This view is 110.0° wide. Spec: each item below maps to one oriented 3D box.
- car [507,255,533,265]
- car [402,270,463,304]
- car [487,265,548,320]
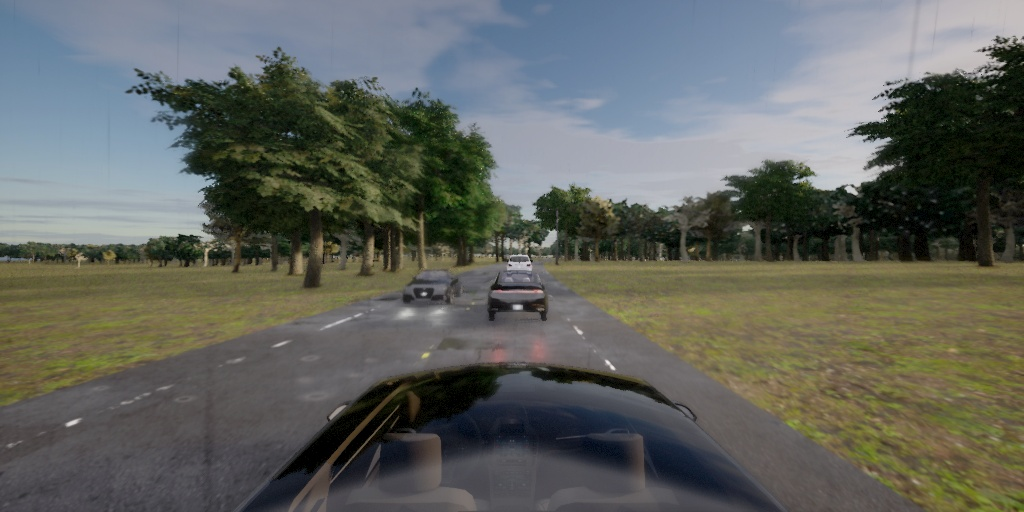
[{"bbox_3d":[0.709,0.939,32.645,2.150,2.045,5.566,0,0,2],"label":"car"},{"bbox_3d":[-3.445,1.307,16.137,1.994,1.385,4.181,0,0,1],"label":"car"},{"bbox_3d":[0.196,1.237,12.565,2.128,1.511,4.902,0,0,1],"label":"car"}]
